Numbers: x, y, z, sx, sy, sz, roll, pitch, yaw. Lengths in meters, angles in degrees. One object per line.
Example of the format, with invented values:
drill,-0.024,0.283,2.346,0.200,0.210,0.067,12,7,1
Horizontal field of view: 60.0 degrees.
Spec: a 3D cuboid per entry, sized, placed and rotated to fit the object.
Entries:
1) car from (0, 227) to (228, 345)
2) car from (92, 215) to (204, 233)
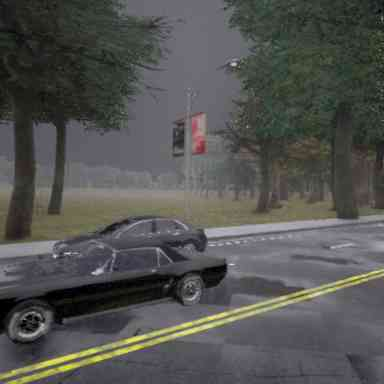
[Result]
car,-1.640,1.609,6.506,4.718,1.301,1.895,0,0,-35
car,-1.739,1.519,10.425,4.892,1.490,1.837,0,0,-35
